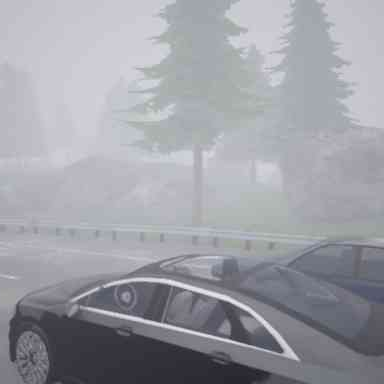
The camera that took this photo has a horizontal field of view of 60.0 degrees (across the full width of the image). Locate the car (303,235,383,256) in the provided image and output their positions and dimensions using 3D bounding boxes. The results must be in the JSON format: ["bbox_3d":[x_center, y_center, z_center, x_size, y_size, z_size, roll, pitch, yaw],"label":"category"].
[{"bbox_3d":[2.932,1.517,5.963,5.357,1.411,2.033,0,0,35],"label":"car"}]

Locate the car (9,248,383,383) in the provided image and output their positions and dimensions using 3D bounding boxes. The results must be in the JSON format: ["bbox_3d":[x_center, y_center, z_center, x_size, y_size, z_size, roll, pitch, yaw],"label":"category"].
[{"bbox_3d":[-0.091,1.484,3.698,4.902,1.511,2.128,0,0,34],"label":"car"}]
